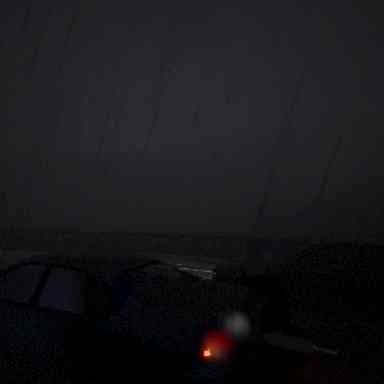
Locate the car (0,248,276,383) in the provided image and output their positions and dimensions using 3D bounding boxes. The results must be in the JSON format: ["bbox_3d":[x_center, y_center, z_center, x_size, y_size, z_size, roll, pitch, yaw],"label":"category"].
[{"bbox_3d":[-1.720,1.590,4.900,5.357,1.411,2.033,-1,0,26],"label":"car"}]

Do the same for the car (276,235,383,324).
[{"bbox_3d":[2.999,1.535,6.097,5.357,1.411,2.033,-1,0,32],"label":"car"}]
